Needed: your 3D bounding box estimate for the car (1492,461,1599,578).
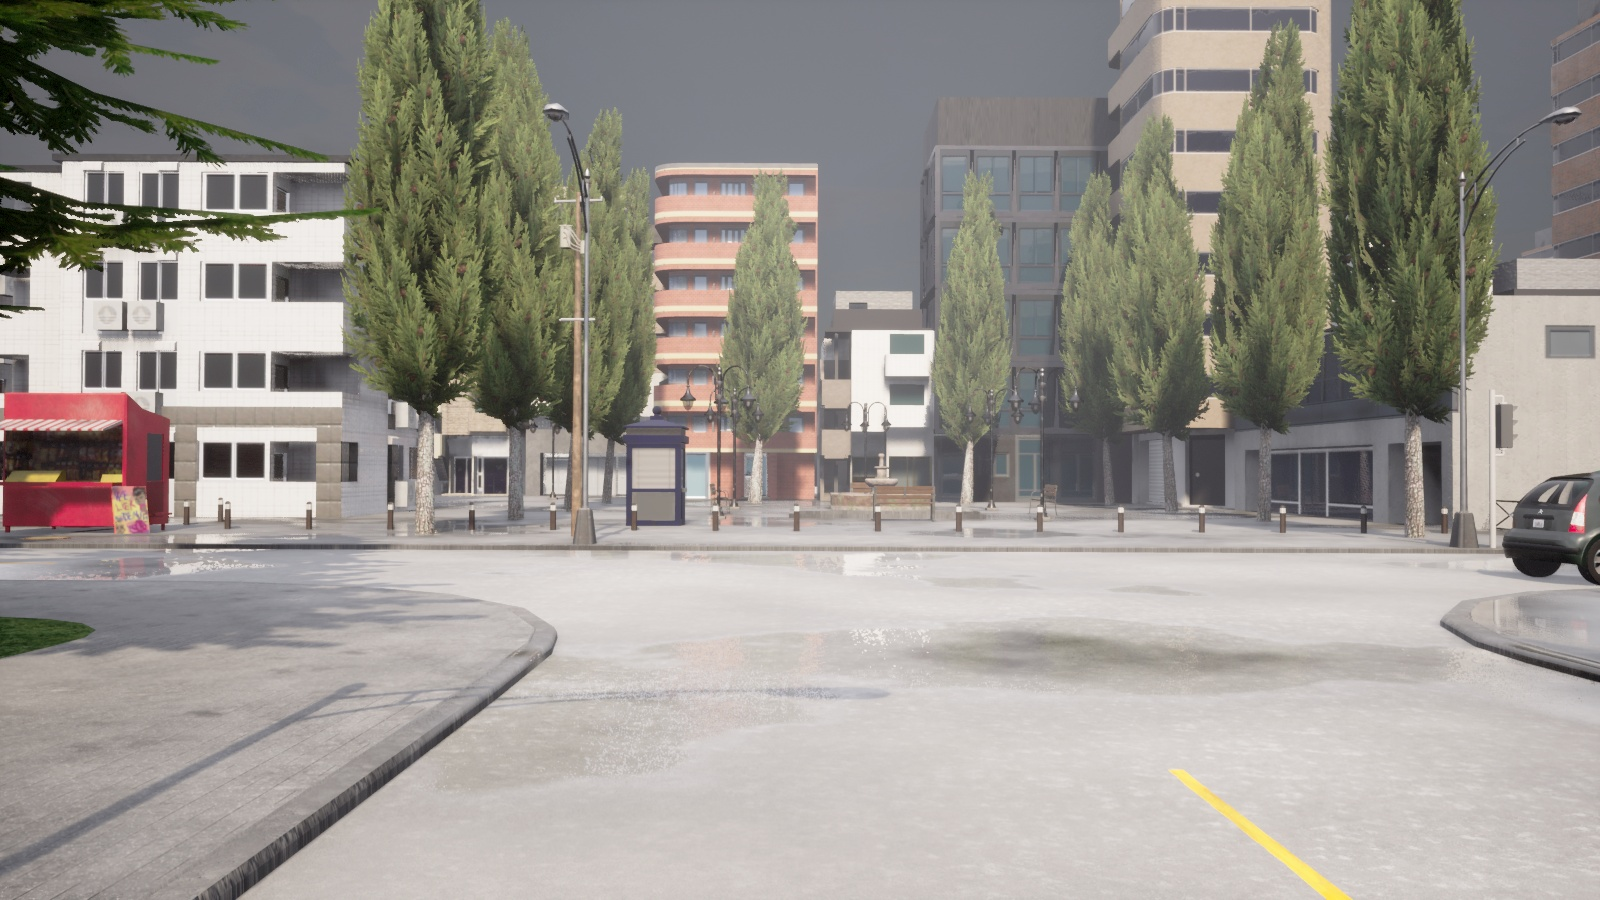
[{"bbox_3d":[12.655,0.971,18.445,3.988,1.617,1.851,0,-1,-4],"label":"car"}]
